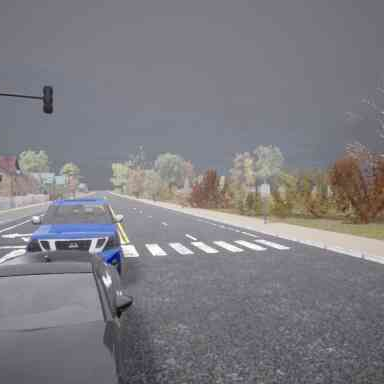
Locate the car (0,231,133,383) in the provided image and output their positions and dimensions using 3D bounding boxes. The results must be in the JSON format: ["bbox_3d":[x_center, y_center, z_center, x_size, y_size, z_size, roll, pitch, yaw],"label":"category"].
[{"bbox_3d":[-1.725,1.524,3.923,1.812,1.442,4.674,0,0,-13],"label":"car"}]

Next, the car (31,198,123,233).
[{"bbox_3d":[-3.352,1.218,10.015,2.150,2.045,5.566,0,0,-15],"label":"car"}]

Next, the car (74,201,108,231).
[{"bbox_3d":[-6.554,1.468,21.839,1.882,1.535,5.008,0,0,-15],"label":"car"}]

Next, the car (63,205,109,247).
[{"bbox_3d":[-4.997,1.499,16.090,1.837,1.490,4.892,0,0,-15],"label":"car"}]

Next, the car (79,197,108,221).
[{"bbox_3d":[-8.103,1.338,27.575,2.097,1.767,4.553,0,0,-15],"label":"car"}]
